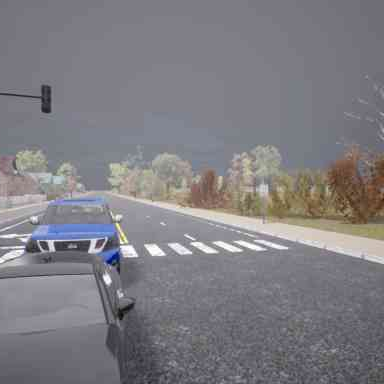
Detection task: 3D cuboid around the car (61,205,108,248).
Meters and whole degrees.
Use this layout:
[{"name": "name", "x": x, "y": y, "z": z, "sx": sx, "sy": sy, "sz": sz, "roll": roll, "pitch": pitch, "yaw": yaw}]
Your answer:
[{"name": "car", "x": -5.052, "y": 1.499, "z": 15.999, "sx": 1.837, "sy": 1.490, "sz": 4.892, "roll": 0, "pitch": 0, "yaw": -16}]

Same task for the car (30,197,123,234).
[{"name": "car", "x": -3.363, "y": 1.218, "z": 9.936, "sx": 2.150, "sy": 2.045, "sz": 5.566, "roll": 0, "pitch": 0, "yaw": -16}]

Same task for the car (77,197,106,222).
[{"name": "car", "x": -8.239, "y": 1.338, "z": 27.462, "sx": 2.097, "sy": 1.767, "sz": 4.553, "roll": 0, "pitch": 0, "yaw": -16}]

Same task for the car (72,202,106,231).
[{"name": "car", "x": -6.650, "y": 1.468, "z": 21.737, "sx": 1.882, "sy": 1.535, "sz": 5.008, "roll": 0, "pitch": 0, "yaw": -16}]

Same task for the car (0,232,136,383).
[{"name": "car", "x": -1.693, "y": 1.524, "z": 3.855, "sx": 1.812, "sy": 1.442, "sz": 4.674, "roll": 0, "pitch": 0, "yaw": -13}]
